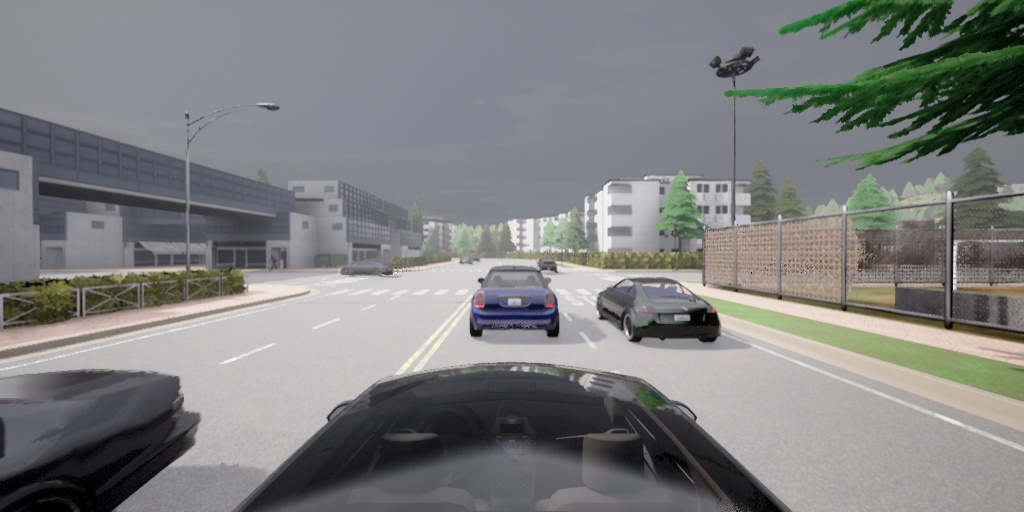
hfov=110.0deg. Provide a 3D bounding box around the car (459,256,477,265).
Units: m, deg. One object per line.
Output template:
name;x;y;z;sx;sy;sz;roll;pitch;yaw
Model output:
car;-7.407;0.722;58.028;2.128;1.511;4.902;0;0;0

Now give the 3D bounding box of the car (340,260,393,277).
car;-12.257;1.049;30.340;4.181;1.385;1.994;0;0;7

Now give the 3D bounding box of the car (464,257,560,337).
car;0.065;1.024;10.131;2.097;1.767;4.553;0;1;0

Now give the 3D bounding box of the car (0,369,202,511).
car;-3.594;1.307;0.653;2.033;1.411;5.357;0;1;0

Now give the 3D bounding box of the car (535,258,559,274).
car;3.477;0.934;36.458;1.837;1.490;4.892;0;0;0

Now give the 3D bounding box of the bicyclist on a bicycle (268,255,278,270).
bicyclist on a bicycle;-25.462;0.716;38.200;0.582;1.620;1.656;0;1;-1

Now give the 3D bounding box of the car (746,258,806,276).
car;23.074;0.951;31.498;4.902;1.511;2.128;0;1;0

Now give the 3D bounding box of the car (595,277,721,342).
car;3.564;1.242;9.500;1.994;1.385;4.181;0;1;0
